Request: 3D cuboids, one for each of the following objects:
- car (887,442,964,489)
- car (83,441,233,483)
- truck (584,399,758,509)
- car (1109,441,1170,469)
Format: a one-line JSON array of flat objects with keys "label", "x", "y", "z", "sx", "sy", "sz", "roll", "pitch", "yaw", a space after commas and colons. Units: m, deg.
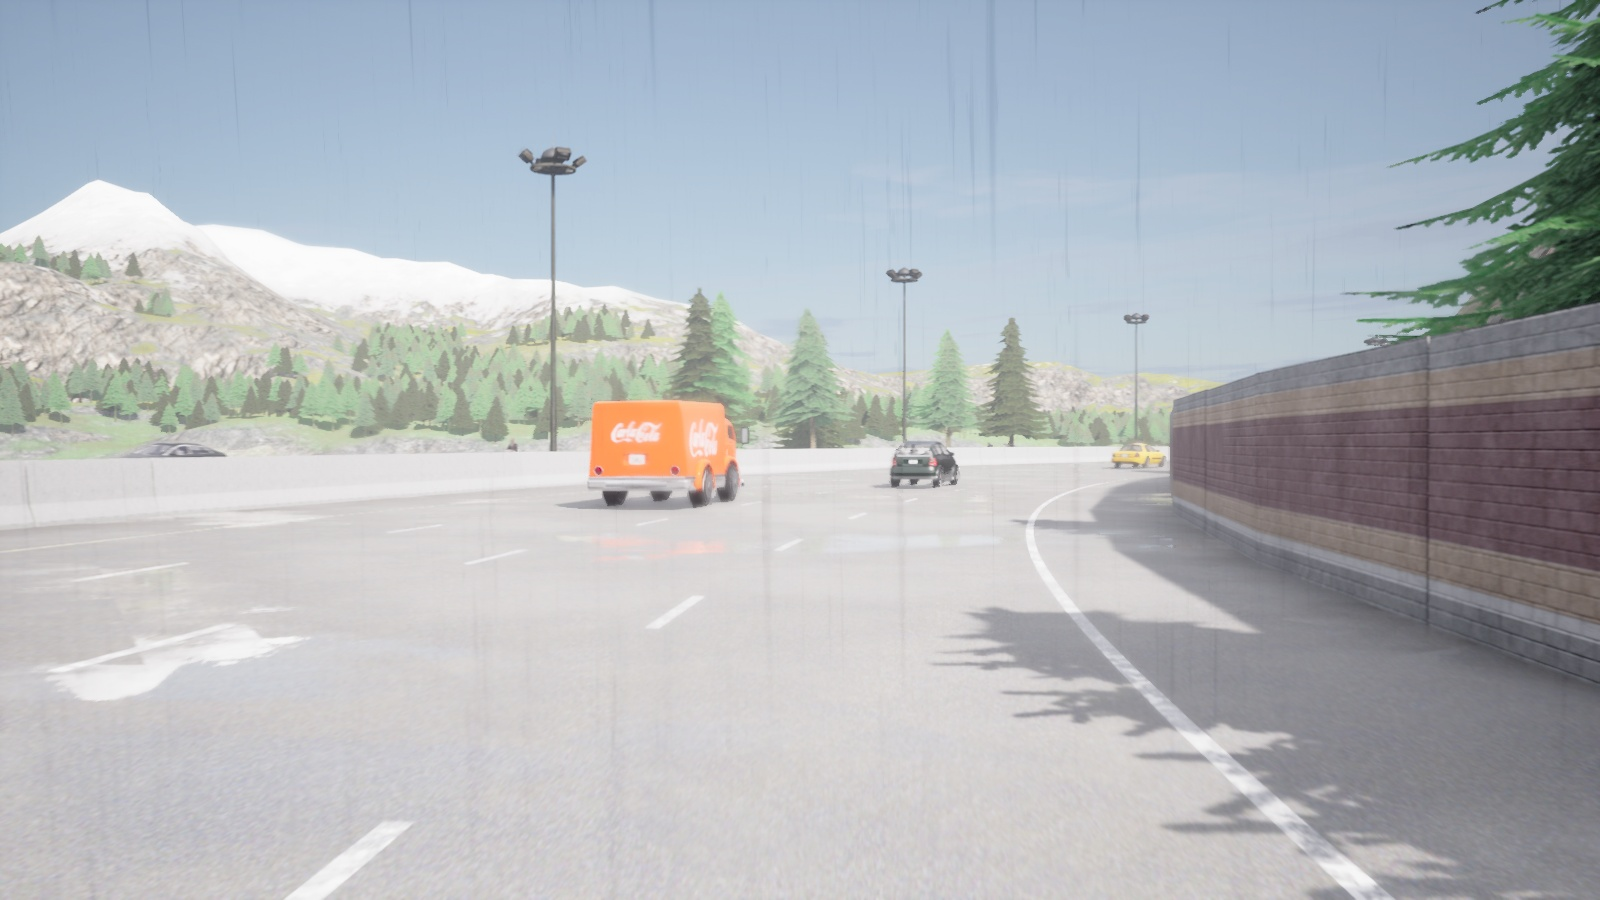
[{"label": "car", "x": 4.351, "y": 0.487, "z": 43.073, "sx": 1.789, "sy": 1.549, "sz": 3.705, "roll": 0, "pitch": 0, "yaw": 20}, {"label": "car", "x": -23.881, "y": 0.410, "z": 46.946, "sx": 2.128, "sy": 1.511, "sz": 4.902, "roll": 0, "pitch": 0, "yaw": 18}, {"label": "truck", "x": -3.009, "y": 0.083, "z": 30.787, "sx": 2.627, "sy": 2.467, "sz": 5.204, "roll": 0, "pitch": 0, "yaw": 14}, {"label": "car", "x": 19.945, "y": 0.293, "z": 73.699, "sx": 1.801, "sy": 1.575, "sz": 5.366, "roll": 0, "pitch": 0, "yaw": 34}]
